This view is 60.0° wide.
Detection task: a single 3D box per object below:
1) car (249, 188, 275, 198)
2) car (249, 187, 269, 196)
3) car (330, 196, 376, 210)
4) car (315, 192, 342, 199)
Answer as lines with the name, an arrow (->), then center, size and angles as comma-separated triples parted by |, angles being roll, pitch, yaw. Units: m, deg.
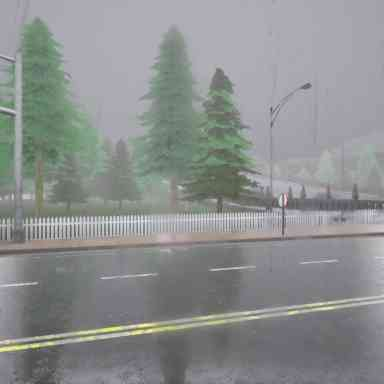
car -> 11.836, 0.296, 56.457 | 2.150, 2.045, 5.566 | 0, 5, -19
car -> 12.861, -0.098, 64.341 | 1.994, 1.385, 4.181 | 0, 7, -18
car -> 18.283, 1.535, 37.892 | 2.033, 1.411, 5.357 | 0, 0, -19
car -> 19.283, 1.073, 45.610 | 2.150, 2.045, 5.566 | 0, 2, -19
